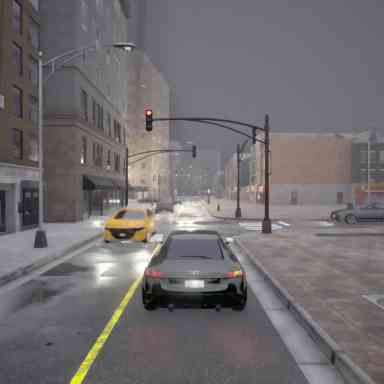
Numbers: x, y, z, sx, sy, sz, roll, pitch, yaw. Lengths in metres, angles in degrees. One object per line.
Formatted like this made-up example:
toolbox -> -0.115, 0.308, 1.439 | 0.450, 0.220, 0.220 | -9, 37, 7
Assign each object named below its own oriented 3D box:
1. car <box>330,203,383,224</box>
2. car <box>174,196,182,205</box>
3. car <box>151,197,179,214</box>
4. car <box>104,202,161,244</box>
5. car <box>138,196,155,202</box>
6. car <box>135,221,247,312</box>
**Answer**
car -> 12.069, 1.515, 23.583 | 4.181, 1.385, 1.994 | 0, 0, 0
car -> -2.730, 1.532, 57.624 | 1.837, 1.490, 4.892 | 0, -1, 1
car -> -2.822, 1.557, 36.188 | 2.033, 1.411, 5.357 | 0, 0, 0
car -> -2.838, 1.479, 16.086 | 1.882, 1.535, 5.008 | 0, 0, 0
car -> -8.935, 1.596, 69.961 | 4.674, 1.442, 1.812 | 0, 0, 9
car -> 0.056, 1.564, 7.781 | 1.994, 1.385, 4.181 | 0, 0, 0
